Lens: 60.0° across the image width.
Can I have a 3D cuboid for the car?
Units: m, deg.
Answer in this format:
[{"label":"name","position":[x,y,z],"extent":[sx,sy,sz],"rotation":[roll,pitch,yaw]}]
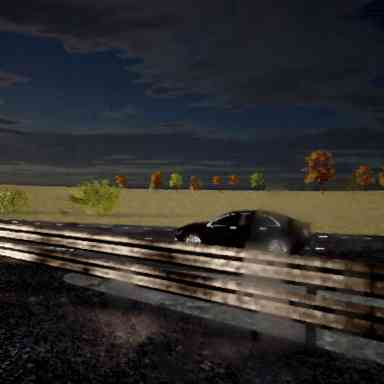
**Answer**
[{"label":"car","position":[1.747,1.402,11.871],"extent":[4.892,1.490,1.837],"rotation":[0,0,22]}]
